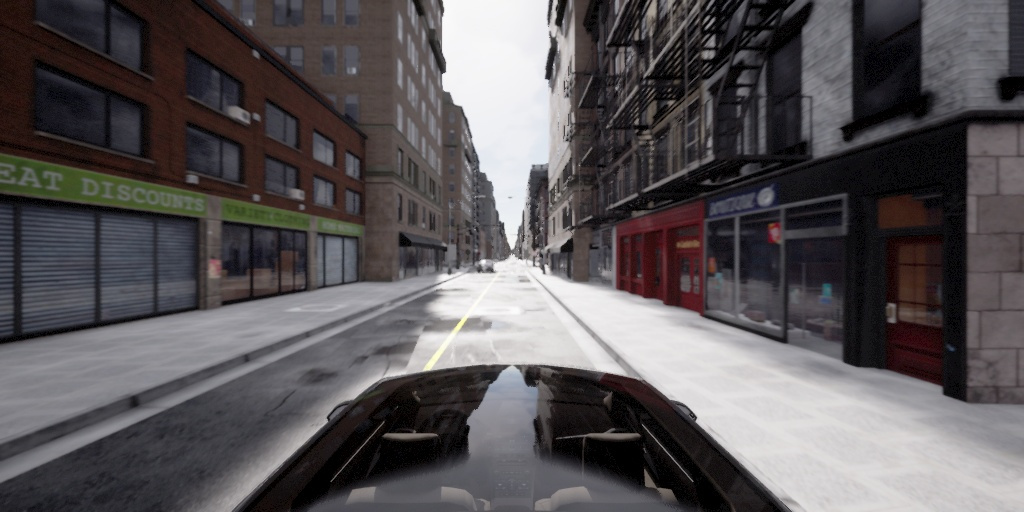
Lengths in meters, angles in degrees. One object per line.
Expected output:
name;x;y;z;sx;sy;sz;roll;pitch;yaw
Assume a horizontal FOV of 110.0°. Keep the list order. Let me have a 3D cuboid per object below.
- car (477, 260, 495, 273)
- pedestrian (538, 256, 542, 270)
car;-3.017;1.198;41.843;2.128;1.511;4.902;0;0;0
pedestrian;3.633;0.845;46.102;0.375;1.860;0.375;0;0;0
